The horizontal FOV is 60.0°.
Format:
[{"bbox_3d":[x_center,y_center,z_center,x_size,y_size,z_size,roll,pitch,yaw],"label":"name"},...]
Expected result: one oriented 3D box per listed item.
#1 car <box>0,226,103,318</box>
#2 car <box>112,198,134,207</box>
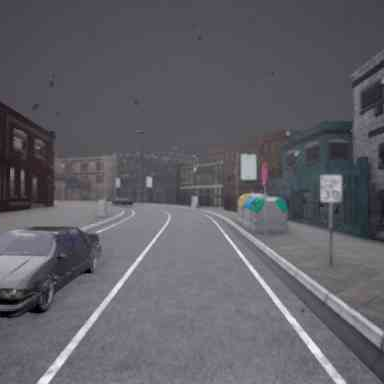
[{"bbox_3d":[-3.605,1.542,7.871,2.033,1.411,5.357,0,0,0],"label":"car"},{"bbox_3d":[-10.553,1.519,50.805,1.895,1.301,4.718,1,0,-33],"label":"car"}]
